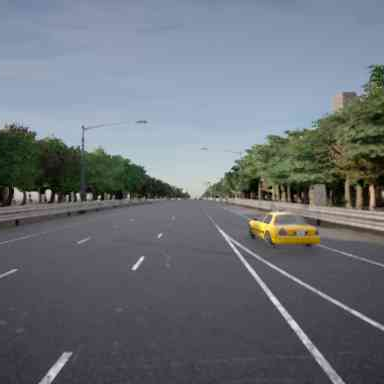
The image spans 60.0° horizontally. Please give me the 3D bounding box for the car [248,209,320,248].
[{"bbox_3d":[3.932,1.555,15.207,1.801,1.575,5.366,0,0,-5],"label":"car"}]
